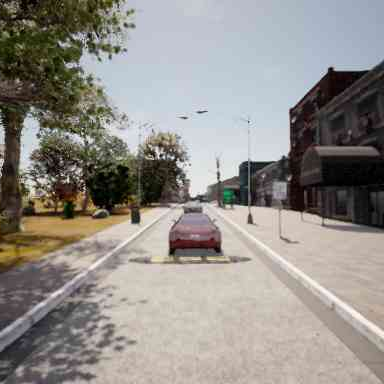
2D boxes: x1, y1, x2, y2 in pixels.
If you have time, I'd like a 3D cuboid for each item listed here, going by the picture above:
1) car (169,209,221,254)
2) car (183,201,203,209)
[{"bbox_3d":[0.107,1.562,13.700,1.994,1.385,4.181,0,-1,0],"label":"car"},{"bbox_3d":[0.118,1.604,31.867,2.033,1.411,5.357,0,0,0],"label":"car"}]
